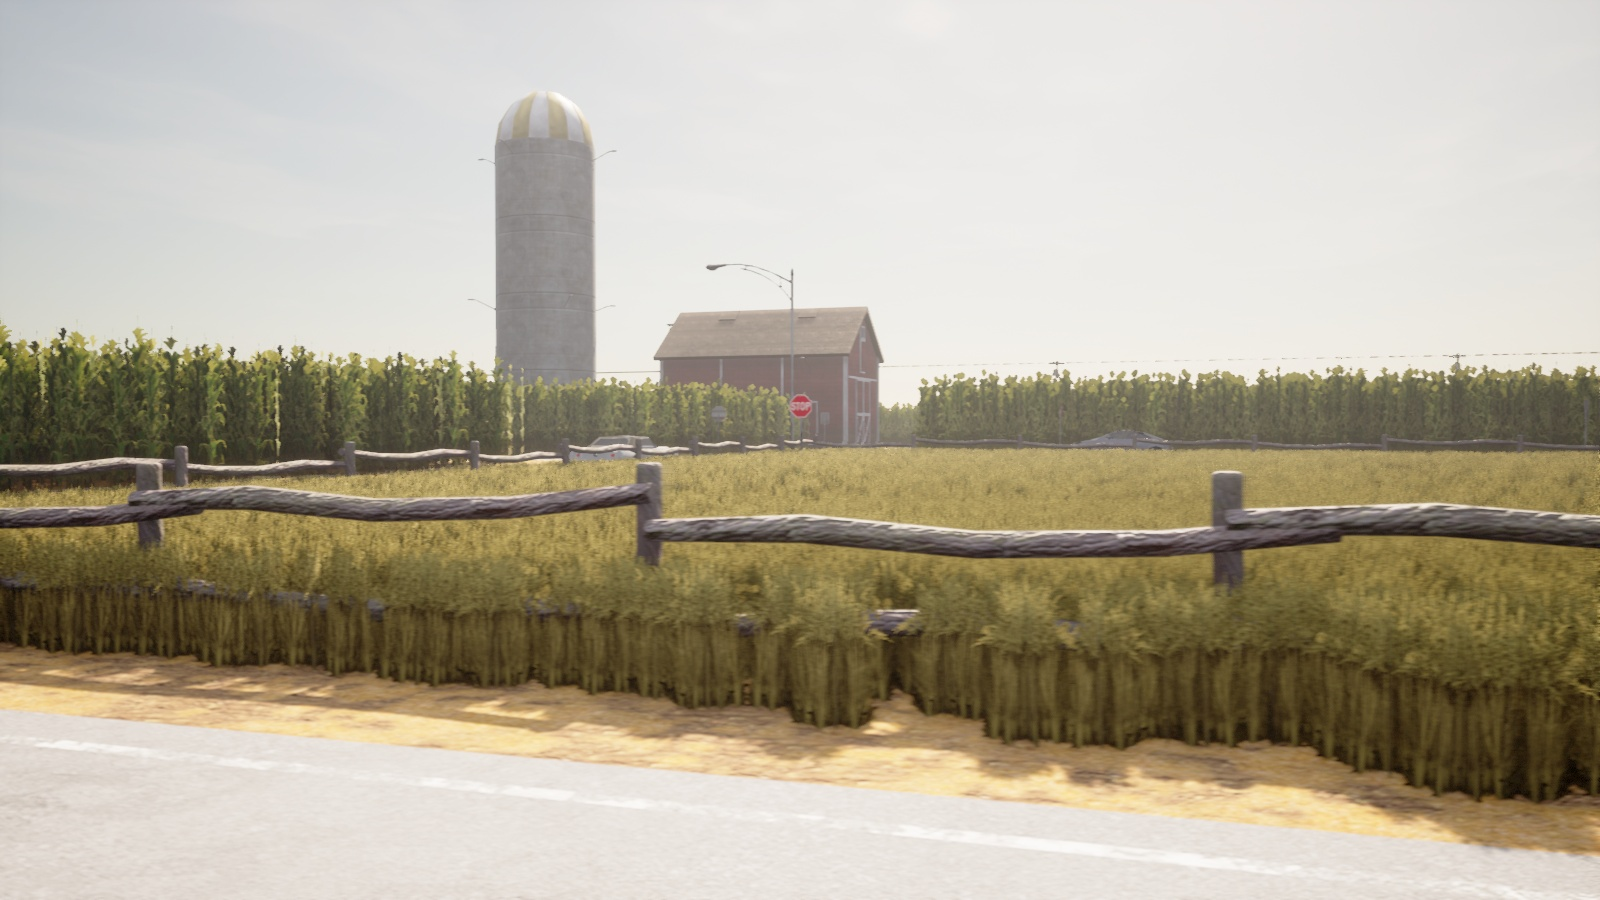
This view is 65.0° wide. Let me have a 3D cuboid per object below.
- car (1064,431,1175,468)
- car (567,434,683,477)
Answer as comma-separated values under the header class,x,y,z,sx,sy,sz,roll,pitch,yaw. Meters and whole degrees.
class,x,y,z,sx,sy,sz,roll,pitch,yaw
car,12.930,-0.037,50.708,4.181,1.385,1.994,1,1,19
car,-5.721,0.132,41.686,1.895,1.301,4.718,1,1,19
